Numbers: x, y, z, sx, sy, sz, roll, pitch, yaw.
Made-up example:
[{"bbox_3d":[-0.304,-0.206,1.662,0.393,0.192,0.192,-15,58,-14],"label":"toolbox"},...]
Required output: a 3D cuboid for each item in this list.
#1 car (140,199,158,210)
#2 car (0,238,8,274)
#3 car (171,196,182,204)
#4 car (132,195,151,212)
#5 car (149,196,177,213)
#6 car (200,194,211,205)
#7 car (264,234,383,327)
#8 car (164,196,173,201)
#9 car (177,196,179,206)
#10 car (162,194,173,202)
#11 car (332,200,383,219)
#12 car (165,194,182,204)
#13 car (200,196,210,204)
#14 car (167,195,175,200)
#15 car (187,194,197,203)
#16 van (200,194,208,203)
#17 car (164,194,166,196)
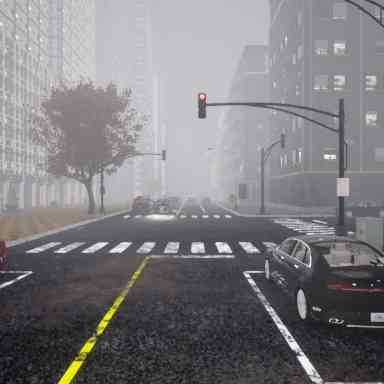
[{"bbox_3d":[-5.749,1.592,44.824,1.947,1.339,4.313,0,0,0],"label":"car"},{"bbox_3d":[-5.701,1.545,6.913,1.887,1.381,4.507,0,0,0],"label":"car"},{"bbox_3d":[-3.111,1.530,66.925,1.882,1.535,5.008,0,0,0],"label":"car"},{"bbox_3d":[-5.742,1.336,39.301,2.192,1.841,5.009,0,0,0],"label":"car"},{"bbox_3d":[-3.146,1.510,37.116,2.128,1.511,4.902,0,0,0],"label":"car"},{"bbox_3d":[2.611,1.610,61.402,1.947,1.339,4.313,0,0,0],"label":"car"},{"bbox_3d":[2.680,1.551,6.923,2.008,1.369,4.403,0,0,0],"label":"car"},{"bbox_3d":[-5.798,1.631,83.484,2.008,1.369,4.403,0,0,0],"label":"car"},{"bbox_3d":[-3.157,1.629,46.352,1.895,1.301,4.718,0,0,0],"label":"car"},{"bbox_3d":[-5.792,1.385,77.961,2.192,1.841,5.009,0,0,0],"label":"car"},{"bbox_3d":[13.392,1.350,26.343,4.403,1.369,2.008,-1,1,-1],"label":"car"},{"bbox_3d":[-3.156,1.516,56.438,1.882,1.535,5.008,0,0,0],"label":"car"},{"bbox_3d":[2.604,1.577,67.095,1.752,1.417,4.829,0,0,0],"label":"car"},{"bbox_3d":[-5.812,1.654,94.529,2.008,1.369,4.403,0,0,0],"label":"car"},{"bbox_3d":[-0.088,1.602,68.630,2.033,1.411,5.357,0,0,0],"label":"car"},{"bbox_3d":[2.596,1.402,72.449,1.690,1.788,3.998,0,0,0],"label":"van"},{"bbox_3d":[-5.784,1.626,72.439,1.947,1.339,4.313,0,0,0],"label":"car"}]
